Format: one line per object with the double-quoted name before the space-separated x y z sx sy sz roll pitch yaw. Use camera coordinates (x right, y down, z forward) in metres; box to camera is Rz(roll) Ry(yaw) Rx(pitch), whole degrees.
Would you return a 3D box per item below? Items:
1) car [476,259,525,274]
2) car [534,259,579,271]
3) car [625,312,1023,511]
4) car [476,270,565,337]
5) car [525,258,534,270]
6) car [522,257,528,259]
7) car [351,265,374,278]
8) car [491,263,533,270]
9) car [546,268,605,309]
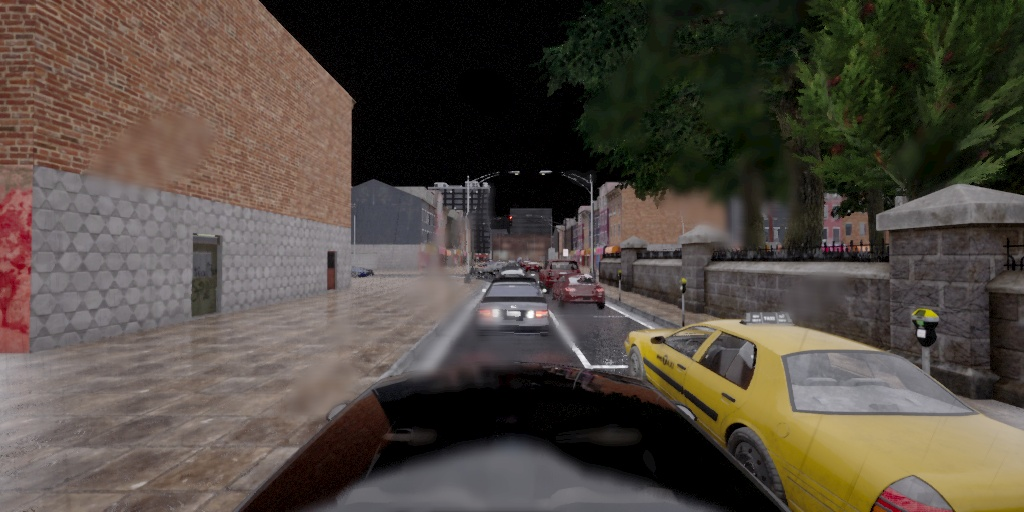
"car" -1.316 1.296 35.294 2.128 1.511 4.902 1 0 40
"car" 2.629 1.077 20.172 2.192 1.841 5.009 0 0 0
"car" 2.639 1.276 3.995 1.751 1.417 4.829 0 0 0
"car" 0.063 1.300 10.241 2.033 1.411 5.357 0 0 0
"car" 2.613 1.356 46.601 1.888 1.381 4.507 0 0 0
"car" 2.603 1.403 62.913 1.888 1.381 4.507 0 0 0
"car" -15.127 1.285 31.710 5.357 1.411 2.033 0 -1 -1
"car" 0.015 1.287 19.953 1.812 1.442 4.674 0 0 1
"car" 2.633 1.338 14.723 1.802 1.307 4.207 0 0 0
